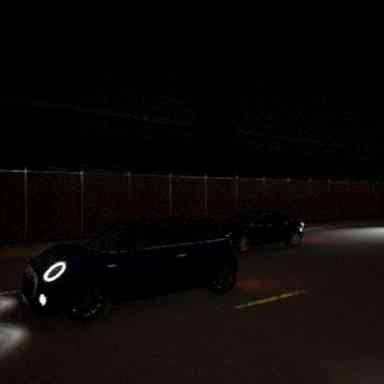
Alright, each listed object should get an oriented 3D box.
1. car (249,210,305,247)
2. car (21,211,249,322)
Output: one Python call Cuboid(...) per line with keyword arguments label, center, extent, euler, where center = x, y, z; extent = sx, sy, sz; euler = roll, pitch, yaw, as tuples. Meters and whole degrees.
Cuboid(label="car", center=(2.694, 1.549, 14.092), extent=(4.892, 1.490, 1.837), euler=(0, 0, -33))
Cuboid(label="car", center=(-1.206, 1.365, 7.364), extent=(4.553, 1.767, 2.097), euler=(0, 0, -33))
